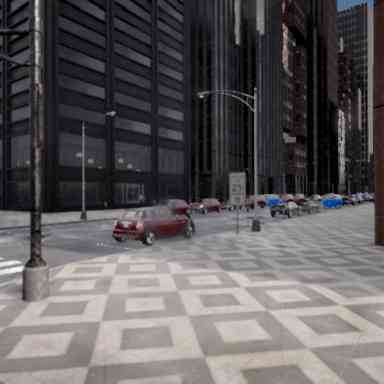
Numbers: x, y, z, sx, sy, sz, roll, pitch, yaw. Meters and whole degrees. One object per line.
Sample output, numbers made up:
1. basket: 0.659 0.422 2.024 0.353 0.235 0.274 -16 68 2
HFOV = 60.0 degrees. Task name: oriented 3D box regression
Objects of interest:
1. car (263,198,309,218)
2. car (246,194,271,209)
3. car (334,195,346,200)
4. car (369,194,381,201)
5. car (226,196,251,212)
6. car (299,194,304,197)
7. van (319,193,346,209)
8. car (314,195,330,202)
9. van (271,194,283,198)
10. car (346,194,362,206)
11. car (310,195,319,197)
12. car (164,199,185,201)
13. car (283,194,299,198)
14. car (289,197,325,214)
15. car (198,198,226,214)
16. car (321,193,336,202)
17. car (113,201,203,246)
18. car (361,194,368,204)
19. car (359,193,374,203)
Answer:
1. car: 8.245 1.468 28.936 2.008 1.369 4.403 0 0 36
2. car: 7.856 1.243 43.006 2.192 1.841 5.009 0 0 36
3. car: 37.313 1.406 84.007 1.947 1.339 4.313 0 0 36
4. car: 40.972 1.253 74.489 1.967 1.590 4.097 0 0 36
5. car: 4.584 1.491 38.451 2.008 1.369 4.403 0 0 36
6. car: 17.674 1.209 56.673 2.192 1.841 5.009 0 0 36
7. van: 18.063 1.222 42.601 1.690 1.788 3.998 0 0 36
8. car: 27.494 1.416 70.340 2.008 1.369 4.403 0 0 36
9. van: 11.129 1.257 47.561 1.690 1.788 3.998 0 0 36
10. car: 24.608 1.425 51.712 1.947 1.339 4.313 0 0 36
11. car: 24.221 1.315 65.785 1.967 1.590 4.097 0 0 36
12. car: -1.962 1.406 29.339 1.967 1.590 4.097 0 0 36
13. car: 14.402 1.220 52.118 2.192 1.841 5.009 0 0 36
14. car: 11.518 1.471 33.491 1.947 1.339 4.313 0 0 36
15. car: 1.311 1.393 33.895 1.967 1.590 4.097 0 0 36
16. car: 30.767 1.171 74.896 2.192 1.841 5.009 0 0 36
17. car: -1.573 1.398 15.270 1.967 1.590 4.097 0 0 36
18. car: 27.881 1.415 56.268 1.947 1.339 4.313 0 0 36
19. car: 34.427 1.375 65.379 1.887 1.381 4.507 0 0 36
